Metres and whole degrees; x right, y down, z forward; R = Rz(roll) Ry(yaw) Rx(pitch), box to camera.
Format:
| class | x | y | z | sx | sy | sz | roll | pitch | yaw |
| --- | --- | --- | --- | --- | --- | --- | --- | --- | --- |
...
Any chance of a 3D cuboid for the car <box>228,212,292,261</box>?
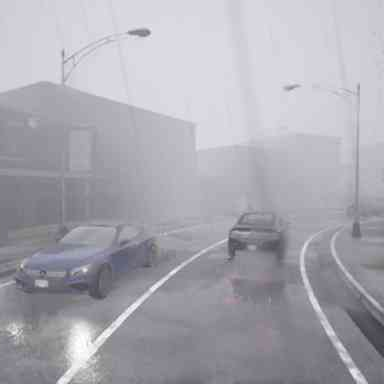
| class | x | y | z | sx | sy | sz | roll | pitch | yaw |
| --- | --- | --- | --- | --- | --- | --- | --- | --- | --- |
| car | 2.657 | 1.510 | 12.603 | 2.128 | 1.511 | 4.902 | 1 | 0 | 19 |

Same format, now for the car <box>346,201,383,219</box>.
| class | x | y | z | sx | sy | sz | roll | pitch | yaw |
| --- | --- | --- | --- | --- | --- | --- | --- | --- | --- |
| car | 16.377 | 1.701 | 31.265 | 4.902 | 1.511 | 2.128 | 1 | 1 | -39 |

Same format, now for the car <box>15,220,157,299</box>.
| class | x | y | z | sx | sy | sz | roll | pitch | yaw |
| --- | --- | --- | --- | --- | --- | --- | --- | --- | --- |
| car | -2.319 | 1.489 | 8.617 | 1.812 | 1.442 | 4.674 | 1 | 0 | 14 |
